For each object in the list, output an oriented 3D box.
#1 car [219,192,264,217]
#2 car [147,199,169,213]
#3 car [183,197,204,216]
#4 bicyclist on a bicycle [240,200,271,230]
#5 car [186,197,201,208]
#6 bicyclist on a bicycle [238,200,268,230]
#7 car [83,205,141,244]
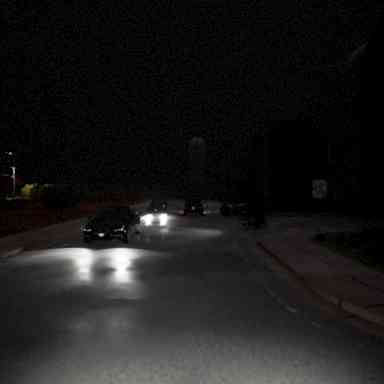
[{"bbox_3d":[4.228,1.031,28.330,1.905,1.878,3.866,-8,4,-42],"label":"car"},{"bbox_3d":[-3.440,1.423,34.224,1.895,1.301,4.718,0,0,1],"label":"car"},{"bbox_3d":[0.140,1.395,30.599,2.033,1.411,5.357,0,0,1],"label":"car"},{"bbox_3d":[3.655,1.311,19.057,1.656,1.620,0.582,-1,1,-18],"label":"bicyclist on a bicycle"},{"bbox_3d":[0.175,1.382,44.547,1.895,1.301,4.718,0,0,0],"label":"car"},{"bbox_3d":[3.346,1.321,18.512,1.656,1.620,0.582,-1,1,-11],"label":"bicyclist on a bicycle"},{"bbox_3d":[-3.558,1.428,15.501,1.837,1.490,4.892,0,0,0],"label":"car"}]
